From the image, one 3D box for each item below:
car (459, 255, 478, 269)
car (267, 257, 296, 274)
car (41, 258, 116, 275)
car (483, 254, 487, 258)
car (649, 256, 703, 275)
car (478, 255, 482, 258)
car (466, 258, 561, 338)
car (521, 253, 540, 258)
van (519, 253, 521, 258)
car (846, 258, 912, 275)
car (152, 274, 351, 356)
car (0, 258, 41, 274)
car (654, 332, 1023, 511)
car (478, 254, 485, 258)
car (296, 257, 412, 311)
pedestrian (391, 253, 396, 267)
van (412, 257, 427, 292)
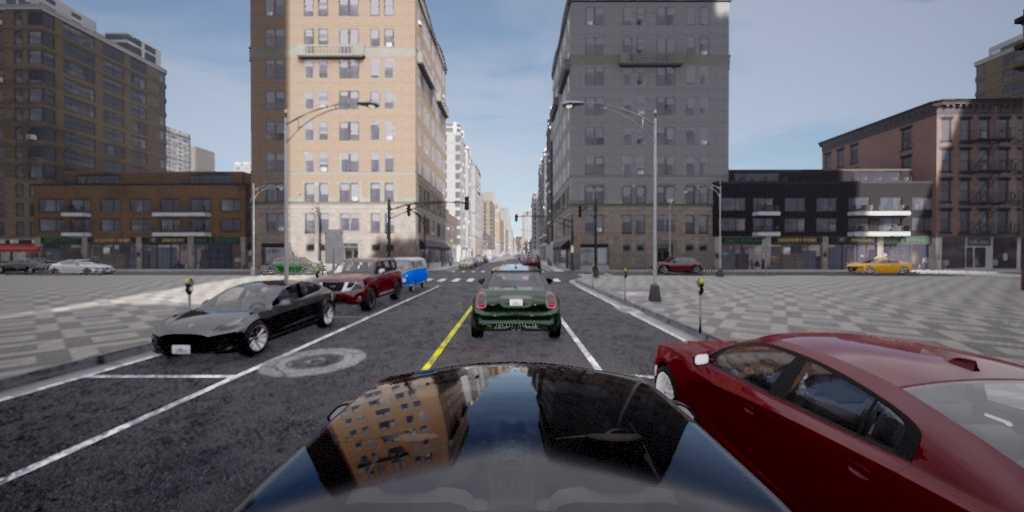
[{"bbox_3d":[-5.870,0.905,46.659,1.751,1.417,4.829,0,0,0],"label":"car"},{"bbox_3d":[-18.806,0.856,31.629,4.553,1.767,2.097,0,0,1],"label":"car"},{"bbox_3d":[-38.271,1.027,31.932,4.674,1.442,1.812,0,0,1],"label":"car"},{"bbox_3d":[-5.875,0.743,63.624,1.751,1.417,4.829,0,0,0],"label":"car"},{"bbox_3d":[15.579,0.838,34.314,4.553,1.767,2.097,0,0,1],"label":"car"},{"bbox_3d":[-5.872,0.892,52.484,1.948,1.339,4.313,0,0,0],"label":"car"},{"bbox_3d":[0.095,1.044,10.137,2.097,1.767,4.553,0,0,0],"label":"car"},{"bbox_3d":[2.656,0.694,46.804,2.192,1.841,5.009,0,0,0],"label":"car"},{"bbox_3d":[2.651,0.559,63.774,1.690,1.789,3.998,0,0,0],"label":"van"},{"bbox_3d":[34.730,0.978,34.017,5.008,1.535,1.882,0,0,1],"label":"car"},{"bbox_3d":[-5.860,1.269,8.531,1.948,1.339,4.313,0,0,0],"label":"car"},{"bbox_3d":[-47.563,0.956,35.211,4.902,1.511,2.128,0,0,1],"label":"car"},{"bbox_3d":[2.667,1.287,2.869,1.888,1.381,4.507,0,0,0],"label":"car"},{"bbox_3d":[-5.873,0.797,57.969,1.751,1.417,4.829,0,0,0],"label":"car"},{"bbox_3d":[-5.861,0.979,14.171,2.192,1.841,5.009,0,0,0],"label":"car"},{"bbox_3d":[-12.561,0.599,37.768,0.375,1.860,0.375,0,0,1],"label":"pedestrian"},{"bbox_3d":[-5.863,0.965,19.812,1.690,1.789,3.998,0,0,0],"label":"van"}]
